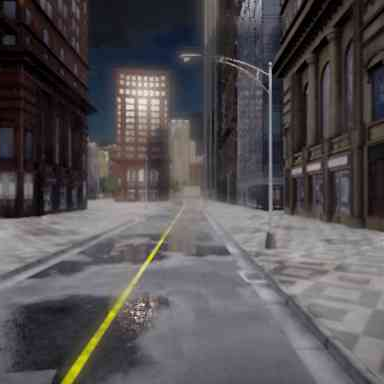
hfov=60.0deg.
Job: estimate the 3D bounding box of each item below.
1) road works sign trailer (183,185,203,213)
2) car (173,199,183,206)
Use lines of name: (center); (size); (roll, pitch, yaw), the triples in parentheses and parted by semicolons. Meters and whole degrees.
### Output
road works sign trailer: (-0.020, 0.918, 43.823); (2.380, 3.560, 2.880); (0, -1, 0)
car: (-3.034, 2.287, 71.779); (1.837, 1.490, 4.892); (0, -1, 0)
